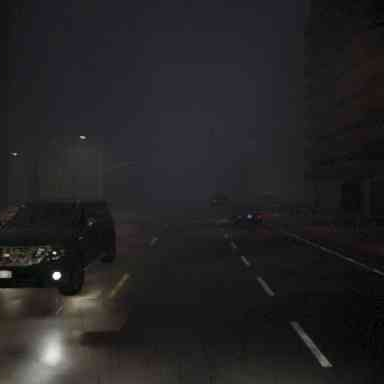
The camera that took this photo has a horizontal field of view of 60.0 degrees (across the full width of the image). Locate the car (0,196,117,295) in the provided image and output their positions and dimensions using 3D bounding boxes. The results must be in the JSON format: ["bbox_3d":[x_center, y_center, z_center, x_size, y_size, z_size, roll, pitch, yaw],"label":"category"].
[{"bbox_3d":[-3.598,1.228,9.102,2.150,2.045,5.566,0,0,0],"label":"car"}]

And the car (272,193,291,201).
[{"bbox_3d":[24.255,1.493,88.810,3.806,1.475,1.970,0,0,0],"label":"car"}]

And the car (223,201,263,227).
[{"bbox_3d":[3.561,1.559,23.017,2.033,1.411,5.357,0,0,0],"label":"car"}]

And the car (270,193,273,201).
[{"bbox_3d":[24.239,1.463,91.705,3.905,1.438,1.784,0,0,0],"label":"car"}]

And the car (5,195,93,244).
[{"bbox_3d":[-7.068,1.230,17.309,2.150,2.045,5.566,0,0,0],"label":"car"}]

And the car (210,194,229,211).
[{"bbox_3d":[3.531,1.241,41.813,2.150,2.045,5.566,0,0,2],"label":"car"}]
